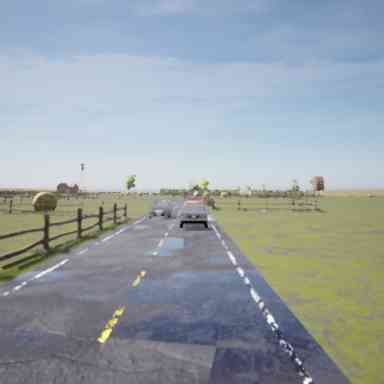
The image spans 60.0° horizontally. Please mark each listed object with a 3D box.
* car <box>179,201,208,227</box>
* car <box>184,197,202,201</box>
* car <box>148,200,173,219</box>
[{"bbox_3d":[0.111,1.562,22.757,2.033,1.411,5.357,0,0,0],"label":"car"},{"bbox_3d":[0.120,1.378,41.112,2.097,1.767,4.553,0,0,0],"label":"car"},{"bbox_3d":[-2.736,1.515,29.728,2.128,1.511,4.902,0,0,0],"label":"car"}]
